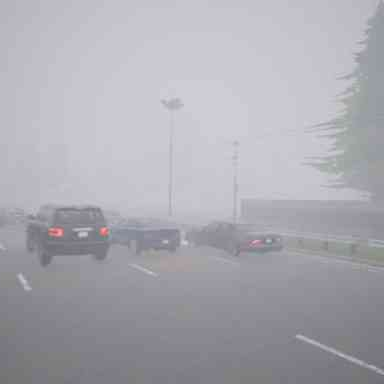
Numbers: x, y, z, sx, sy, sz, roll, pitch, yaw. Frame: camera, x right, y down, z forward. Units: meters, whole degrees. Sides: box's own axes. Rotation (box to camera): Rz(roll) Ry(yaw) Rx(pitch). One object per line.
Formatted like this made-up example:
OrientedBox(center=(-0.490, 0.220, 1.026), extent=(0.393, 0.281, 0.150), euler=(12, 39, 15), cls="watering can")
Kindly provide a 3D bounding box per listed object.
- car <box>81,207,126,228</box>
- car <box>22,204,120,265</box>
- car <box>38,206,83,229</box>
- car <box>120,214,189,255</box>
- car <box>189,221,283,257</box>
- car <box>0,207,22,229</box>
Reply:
OrientedBox(center=(-7.798, 2.141, 28.978), extent=(1.837, 1.490, 4.892), euler=(3, -2, -40), cls="car")
OrientedBox(center=(-4.984, 1.477, 12.970), extent=(2.150, 2.045, 5.566), euler=(2, -2, -33), cls="car")
OrientedBox(center=(-10.786, 2.011, 27.043), extent=(1.837, 1.490, 4.892), euler=(3, -2, -41), cls="car")
OrientedBox(center=(-2.395, 1.864, 15.385), extent=(1.882, 1.535, 5.008), euler=(2, -2, -33), cls="car")
OrientedBox(center=(1.707, 2.040, 15.503), extent=(2.033, 1.411, 5.357), euler=(2, -2, -33), cls="car")
OrientedBox(center=(-13.811, 1.863, 24.972), extent=(2.128, 1.511, 4.902), euler=(3, -2, -43), cls="car")
